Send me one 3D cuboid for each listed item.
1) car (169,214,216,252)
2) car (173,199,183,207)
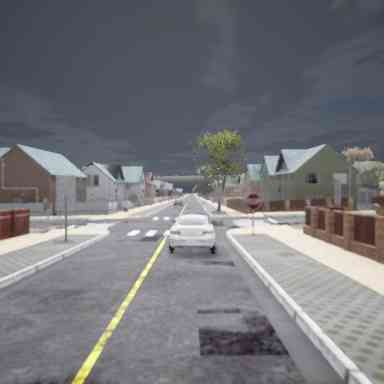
[{"bbox_3d":[0.058,1.657,14.357,1.812,1.442,4.674,0,0,2],"label":"car"},{"bbox_3d":[-2.715,2.150,65.890,2.033,1.411,5.357,0,-1,1],"label":"car"}]
